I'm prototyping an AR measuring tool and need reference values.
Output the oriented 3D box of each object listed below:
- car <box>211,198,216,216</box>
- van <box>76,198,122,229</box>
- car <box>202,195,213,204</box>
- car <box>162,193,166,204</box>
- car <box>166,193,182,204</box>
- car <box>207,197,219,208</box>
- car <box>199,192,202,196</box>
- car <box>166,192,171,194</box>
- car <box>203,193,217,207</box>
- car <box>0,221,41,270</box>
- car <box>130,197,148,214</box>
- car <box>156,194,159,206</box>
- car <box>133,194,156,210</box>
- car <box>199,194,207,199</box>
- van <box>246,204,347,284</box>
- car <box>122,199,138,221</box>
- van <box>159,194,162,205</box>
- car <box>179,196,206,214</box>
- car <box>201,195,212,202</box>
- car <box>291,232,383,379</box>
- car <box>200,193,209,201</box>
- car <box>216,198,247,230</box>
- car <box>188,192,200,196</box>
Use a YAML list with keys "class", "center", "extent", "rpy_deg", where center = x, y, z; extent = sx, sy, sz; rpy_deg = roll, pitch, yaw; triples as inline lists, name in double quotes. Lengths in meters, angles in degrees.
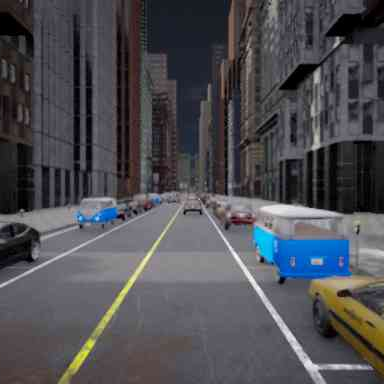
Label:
- class: "car"
  center: [2.767, 1.413, 26.284]
  extent: [1.752, 1.417, 4.829]
  rpy_deg: [0, 0, 0]
- class: "van"
  center: [-5.760, 1.253, 20.467]
  extent: [1.690, 1.788, 3.998]
  rpy_deg: [0, 0, 0]
- class: "car"
  center: [2.775, 1.291, 59.931]
  extent: [1.887, 1.381, 4.507]
  rpy_deg: [0, 0, 0]
- class: "car"
  center: [-5.752, 1.210, 54.288]
  extent: [1.967, 1.590, 4.097]
  rpy_deg: [0, 0, 0]
- class: "car"
  center: [-3.030, 1.324, 56.796]
  extent: [1.994, 1.385, 4.181]
  rpy_deg: [0, 0, 1]
- class: "car"
  center: [2.768, 1.416, 31.750]
  extent: [2.008, 1.369, 4.403]
  rpy_deg: [0, 0, 0]
- class: "car"
  center: [2.773, 1.085, 54.294]
  extent: [2.192, 1.841, 5.009]
  rpy_deg: [0, 0, 0]
- class: "car"
  center: [-5.749, 1.163, 65.561]
  extent: [1.967, 1.590, 4.097]
  rpy_deg: [0, 0, 0]
- class: "car"
  center: [2.771, 1.258, 43.021]
  extent: [1.967, 1.590, 4.097]
  rpy_deg: [0, 0, 0]
- class: "car"
  center: [-5.762, 1.526, 9.194]
  extent: [1.947, 1.339, 4.313]
  rpy_deg: [0, 0, 0]
- class: "car"
  center: [-5.757, 1.431, 31.741]
  extent: [1.947, 1.339, 4.313]
  rpy_deg: [0, 0, 0]
- class: "car"
  center: [-5.754, 1.362, 43.015]
  extent: [1.887, 1.381, 4.507]
  rpy_deg: [0, 0, 0]
- class: "car"
  center: [-5.756, 1.156, 37.376]
  extent: [2.192, 1.841, 5.009]
  rpy_deg: [0, 0, 0]
- class: "car"
  center: [2.782, 1.198, 88.112]
  extent: [1.947, 1.339, 4.313]
  rpy_deg: [0, 0, 0]
- class: "van"
  center: [2.762, 1.301, 9.204]
  extent: [1.690, 1.788, 3.998]
  rpy_deg: [0, 0, 0]
- class: "car"
  center: [-5.758, 1.454, 26.104]
  extent: [1.947, 1.339, 4.313]
  rpy_deg: [0, 0, 0]
- class: "van"
  center: [-5.753, 1.135, 48.650]
  extent: [1.690, 1.788, 3.998]
  rpy_deg: [0, 0, 0]
- class: "car"
  center: [0.091, 1.406, 33.211]
  extent: [2.033, 1.411, 5.357]
  rpy_deg: [0, 0, 0]
- class: "car"
  center: [2.777, 1.289, 65.568]
  extent: [1.947, 1.339, 4.313]
  rpy_deg: [0, 0, 0]
- class: "car"
  center: [2.761, 1.509, 3.739]
  extent: [1.752, 1.417, 4.829]
  rpy_deg: [0, 0, 0]
- class: "car"
  center: [2.779, 1.117, 76.839]
  extent: [1.967, 1.590, 4.097]
  rpy_deg: [0, 0, 0]
- class: "car"
  center: [2.765, 1.352, 20.477]
  extent: [1.967, 1.590, 4.097]
  rpy_deg: [0, 0, 0]
- class: "car"
  center: [0.018, 1.112, 56.674]
  extent: [2.097, 1.767, 4.553]
  rpy_deg: [0, 0, 0]
